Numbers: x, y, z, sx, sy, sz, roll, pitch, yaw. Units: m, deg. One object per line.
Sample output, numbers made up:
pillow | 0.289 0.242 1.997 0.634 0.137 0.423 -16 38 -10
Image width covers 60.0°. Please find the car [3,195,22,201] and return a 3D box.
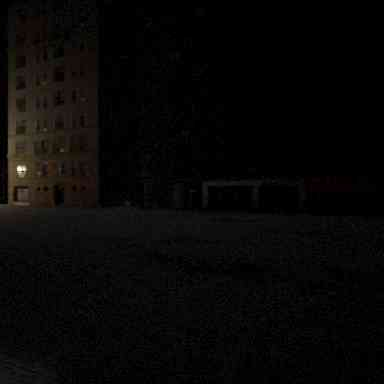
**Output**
car | -44.321 1.546 82.032 4.181 1.385 1.994 0 0 26

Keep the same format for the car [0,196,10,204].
car | -31.373 1.427 57.770 1.882 1.535 5.008 0 0 26
